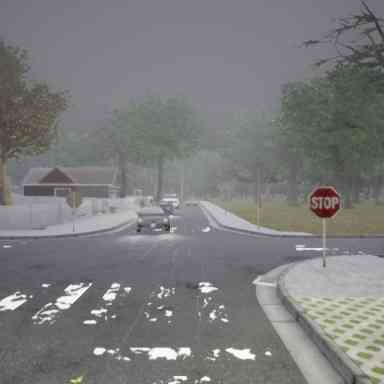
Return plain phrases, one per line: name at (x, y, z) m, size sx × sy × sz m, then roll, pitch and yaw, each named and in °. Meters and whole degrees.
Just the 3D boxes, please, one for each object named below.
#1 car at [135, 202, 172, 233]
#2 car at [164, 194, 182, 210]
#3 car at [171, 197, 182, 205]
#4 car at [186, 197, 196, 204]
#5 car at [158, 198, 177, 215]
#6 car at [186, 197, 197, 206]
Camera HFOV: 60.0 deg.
car at (-2.470, 1.545, 20.252) m, size 1.812 × 1.442 × 4.674 m, roll 0°, pitch 0°, yaw -9°
car at (-2.921, 1.338, 46.192) m, size 2.150 × 2.045 × 5.566 m, roll 0°, pitch -1°, yaw 0°
car at (-2.850, 1.675, 62.432) m, size 1.882 × 1.535 × 5.008 m, roll 0°, pitch 0°, yaw 0°
car at (-0.107, 1.788, 68.272) m, size 1.994 × 1.385 × 4.181 m, roll 0°, pitch 0°, yaw 0°
car at (-2.901, 1.623, 33.815) m, size 1.994 × 1.385 × 4.181 m, roll 0°, pitch 0°, yaw 0°
car at (-0.038, 1.773, 58.207) m, size 1.895 × 1.301 × 4.718 m, roll 0°, pitch 0°, yaw 0°
